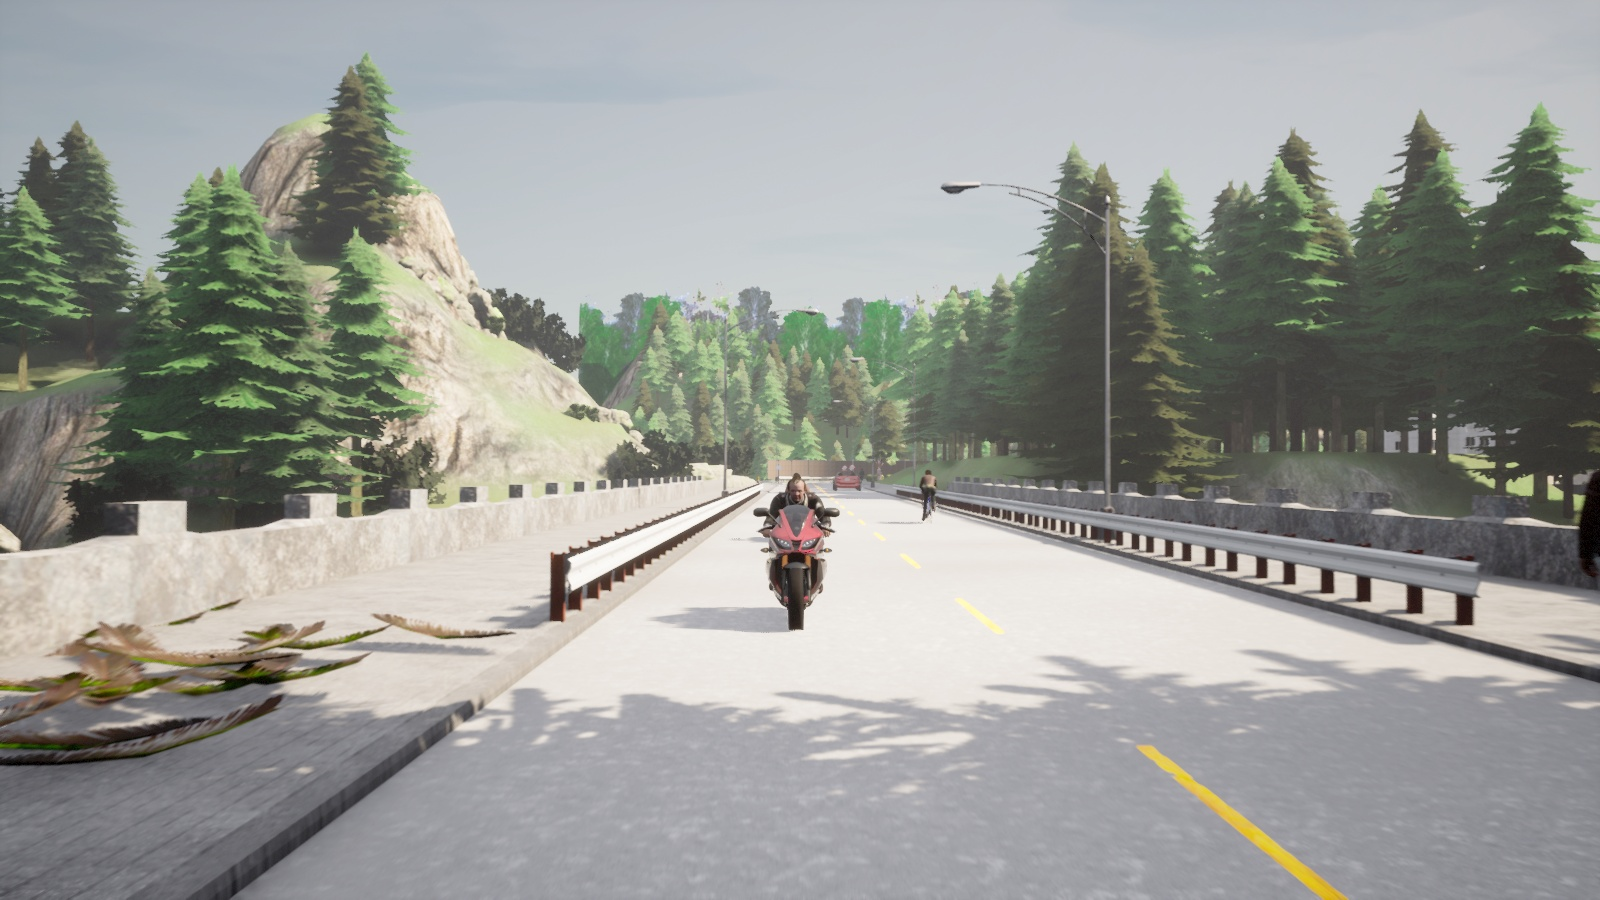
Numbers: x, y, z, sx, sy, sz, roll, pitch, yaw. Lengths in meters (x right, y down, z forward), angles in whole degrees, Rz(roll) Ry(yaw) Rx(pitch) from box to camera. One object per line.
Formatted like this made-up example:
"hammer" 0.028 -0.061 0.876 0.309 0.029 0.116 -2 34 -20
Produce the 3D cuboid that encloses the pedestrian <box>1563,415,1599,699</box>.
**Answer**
"pedestrian" 5.467 0.695 8.353 0.703 1.840 0.431 1 -1 -39

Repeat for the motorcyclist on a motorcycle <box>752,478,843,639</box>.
"motorcyclist on a motorcycle" -0.029 1.071 13.189 0.866 1.530 2.191 0 -1 0
